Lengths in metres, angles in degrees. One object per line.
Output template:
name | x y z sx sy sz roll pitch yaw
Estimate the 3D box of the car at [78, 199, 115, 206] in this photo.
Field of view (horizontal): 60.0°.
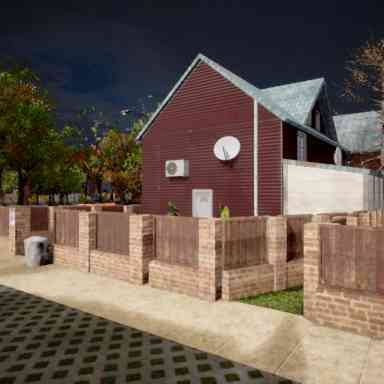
car | -9.584 1.432 32.426 2.097 1.767 4.553 0 0 35
